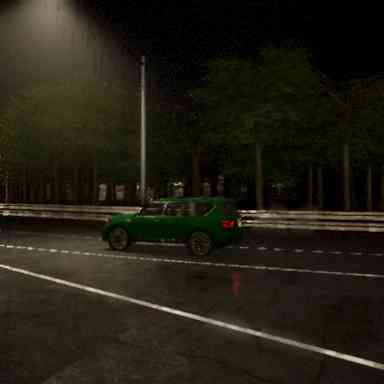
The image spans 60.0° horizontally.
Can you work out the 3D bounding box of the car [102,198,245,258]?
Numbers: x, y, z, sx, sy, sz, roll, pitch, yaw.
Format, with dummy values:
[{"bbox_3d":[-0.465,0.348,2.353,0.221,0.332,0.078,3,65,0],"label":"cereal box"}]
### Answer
[{"bbox_3d":[-0.766,1.244,12.916,5.566,2.045,2.150,0,0,21],"label":"car"}]
